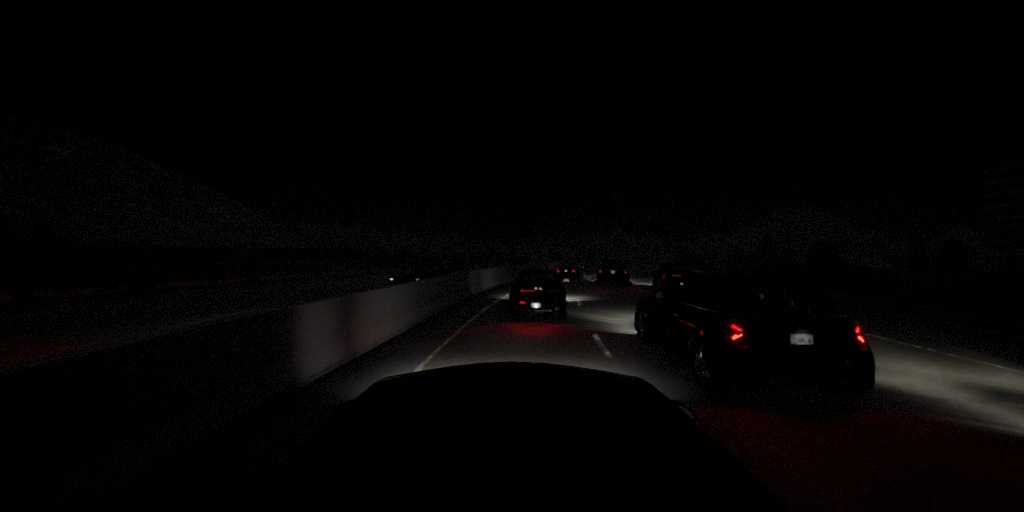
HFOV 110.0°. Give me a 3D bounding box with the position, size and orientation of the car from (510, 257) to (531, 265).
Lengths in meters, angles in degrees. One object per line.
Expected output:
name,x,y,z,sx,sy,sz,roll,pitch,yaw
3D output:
car,1.239,0.951,52.936,2.097,1.767,4.553,0,0,19

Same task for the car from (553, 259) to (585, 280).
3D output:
car,5.070,1.231,30.925,2.033,1.411,5.357,0,0,18

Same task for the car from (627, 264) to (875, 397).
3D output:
car,3.918,1.104,6.814,2.097,1.767,4.553,0,0,3

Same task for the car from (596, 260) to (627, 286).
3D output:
car,7.046,1.062,25.104,2.097,1.767,4.553,0,0,15

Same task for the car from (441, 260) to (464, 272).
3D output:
car,-6.927,1.130,39.836,1.812,1.442,4.674,0,0,19

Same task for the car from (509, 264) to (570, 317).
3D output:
car,1.027,1.222,13.116,1.837,1.490,4.892,0,0,7

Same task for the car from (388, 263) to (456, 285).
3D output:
car,-5.078,1.272,20.430,1.895,1.301,4.718,0,0,12

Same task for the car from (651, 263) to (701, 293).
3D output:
car,9.760,1.237,21.770,1.837,1.490,4.892,0,0,13
